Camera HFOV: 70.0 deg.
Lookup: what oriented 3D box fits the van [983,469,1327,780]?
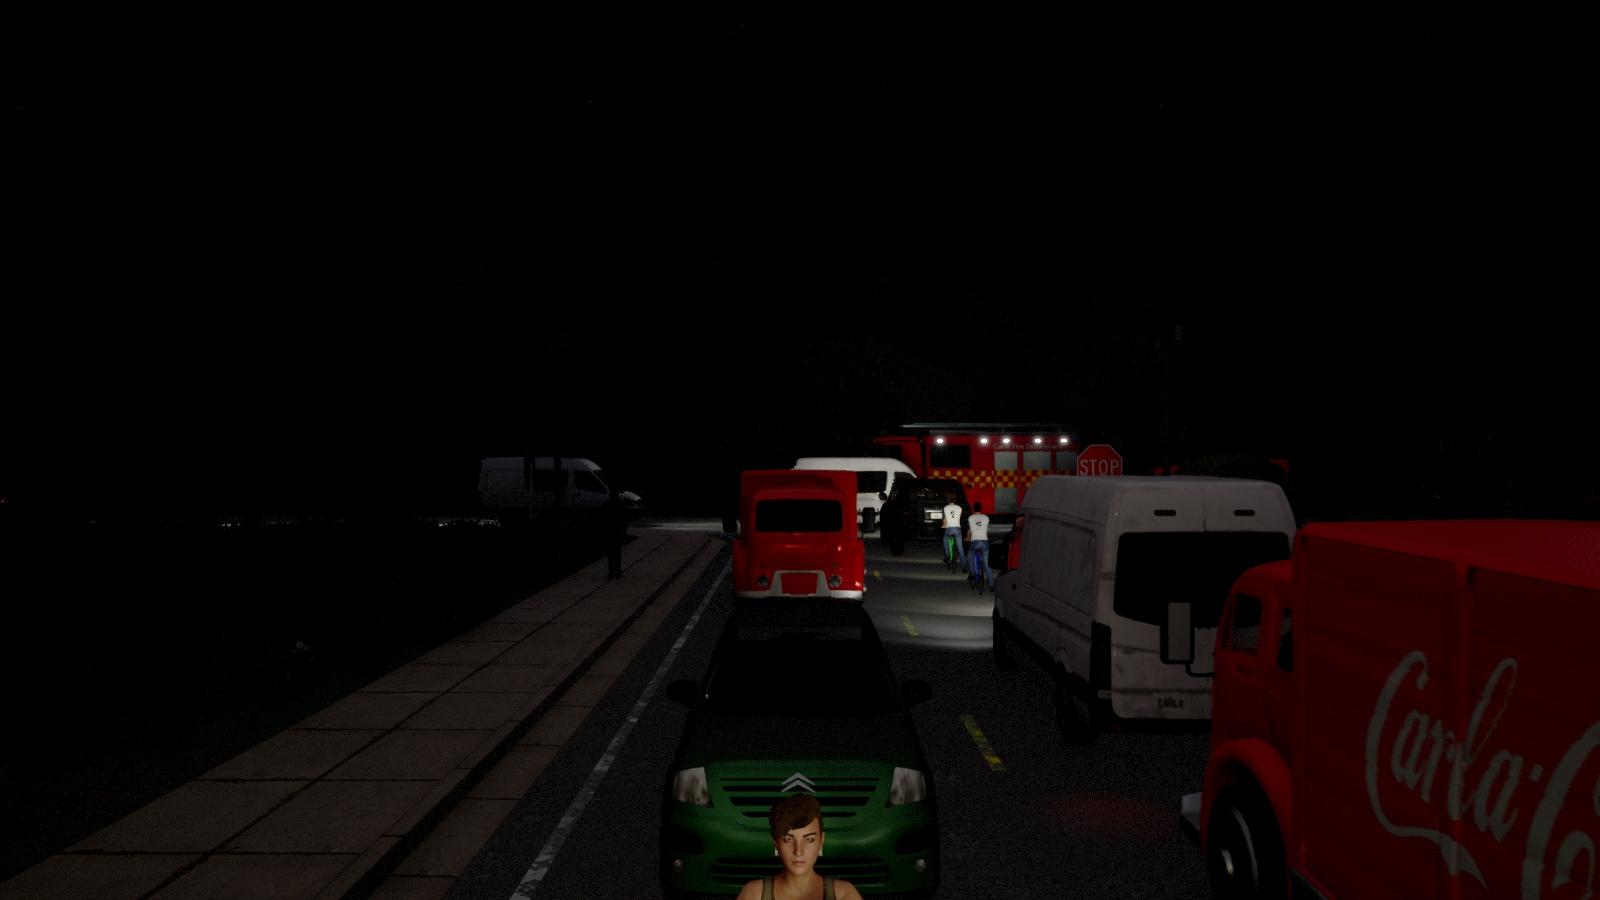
[{"bbox_3d":[3.517,1.543,12.749,1.988,2.561,5.915,0,0,0],"label":"van"}]

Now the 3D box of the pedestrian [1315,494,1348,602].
[{"bbox_3d":[9.312,1.704,20.017,0.375,1.860,0.375,0,0,-7],"label":"pedestrian"}]

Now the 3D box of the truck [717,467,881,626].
[{"bbox_3d":[-0.027,1.579,20.929,2.627,2.467,5.204,0,0,0],"label":"truck"}]

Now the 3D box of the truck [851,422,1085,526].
[{"bbox_3d":[6.377,0.887,44.045,8.468,3.827,2.891,0,0,-6],"label":"truck"}]

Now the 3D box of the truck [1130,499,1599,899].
[{"bbox_3d":[3.500,1.580,4.957,2.627,2.467,5.204,0,1,0],"label":"truck"}]

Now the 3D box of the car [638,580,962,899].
[{"bbox_3d":[-0.002,2.005,8.513,1.851,1.617,3.988,0,0,0],"label":"car"}]

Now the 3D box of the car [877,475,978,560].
[{"bbox_3d":[3.475,1.799,32.193,2.150,2.045,5.566,0,0,-1],"label":"car"}]

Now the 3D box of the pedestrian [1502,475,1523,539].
[{"bbox_3d":[21.073,1.689,33.786,0.375,1.860,0.375,0,0,-23],"label":"pedestrian"}]

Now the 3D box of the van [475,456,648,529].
[{"bbox_3d":[-8.682,1.525,41.895,5.915,2.561,1.988,0,0,3],"label":"van"}]

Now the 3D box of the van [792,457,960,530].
[{"bbox_3d":[2.719,1.539,41.281,5.915,2.561,1.988,0,0,2],"label":"van"}]

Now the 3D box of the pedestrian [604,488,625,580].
[{"bbox_3d":[-3.810,1.709,23.445,0.375,1.860,0.375,0,0,-1],"label":"pedestrian"}]
